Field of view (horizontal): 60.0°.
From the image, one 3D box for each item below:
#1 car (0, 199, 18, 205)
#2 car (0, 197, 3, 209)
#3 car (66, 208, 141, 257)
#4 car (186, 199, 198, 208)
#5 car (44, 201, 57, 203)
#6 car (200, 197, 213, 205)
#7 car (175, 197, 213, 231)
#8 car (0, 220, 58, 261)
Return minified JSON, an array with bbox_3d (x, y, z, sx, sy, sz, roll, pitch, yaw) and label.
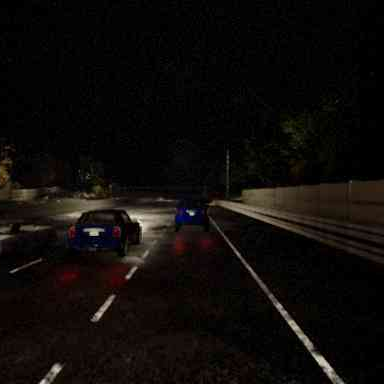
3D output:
[{"bbox_3d":[-24.546,1.770,43.417,2.097,1.767,4.553,0,-1,1],"label":"car"},{"bbox_3d":[-31.537,1.721,50.743,2.150,2.045,5.566,0,-1,1],"label":"car"},{"bbox_3d":[-3.403,1.471,13.665,2.097,1.767,4.553,0,-1,0],"label":"car"},{"bbox_3d":[-0.009,2.079,59.113,2.128,1.511,4.902,0,-1,0],"label":"car"},{"bbox_3d":[-21.057,2.032,49.572,2.033,1.411,5.357,0,-1,1],"label":"car"},{"bbox_3d":[4.170,2.439,92.793,2.150,2.045,5.566,0,-2,17],"label":"car"},{"bbox_3d":[-0.004,1.423,22.529,2.150,2.045,5.566,0,-1,0],"label":"car"},{"bbox_3d":[-6.900,1.711,12.696,1.895,1.301,4.718,0,-1,0],"label":"car"}]
